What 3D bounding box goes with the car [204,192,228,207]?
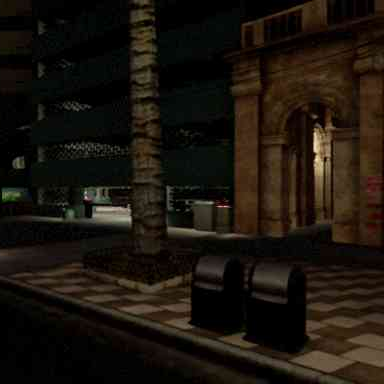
[{"bbox_3d":[2.888,0.999,23.693,5.566,2.045,2.435,0,0,36],"label":"car"}]
